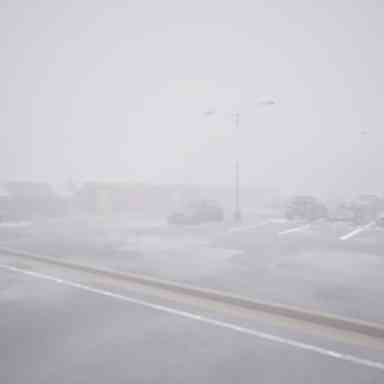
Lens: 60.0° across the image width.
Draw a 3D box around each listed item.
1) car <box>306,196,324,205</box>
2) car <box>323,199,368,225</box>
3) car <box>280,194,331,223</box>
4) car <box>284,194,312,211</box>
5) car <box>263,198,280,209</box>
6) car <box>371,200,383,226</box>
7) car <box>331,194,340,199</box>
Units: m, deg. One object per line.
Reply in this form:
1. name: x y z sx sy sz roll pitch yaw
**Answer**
1. car: 20.735 1.437 55.938 1.970 1.475 3.806 0 0 36
2. car: 10.691 1.415 23.037 1.784 1.438 3.905 0 0 36
3. car: 8.487 1.203 24.570 1.932 1.855 4.605 0 0 36
4. car: 12.820 1.198 40.026 1.932 1.855 4.605 0 0 36
5. car: 10.511 1.406 41.776 1.784 1.438 3.905 0 0 36
6. car: 13.036 1.449 21.340 1.970 1.475 3.806 0 0 36
7. car: 23.074 1.200 54.232 1.905 1.878 3.866 0 0 36
